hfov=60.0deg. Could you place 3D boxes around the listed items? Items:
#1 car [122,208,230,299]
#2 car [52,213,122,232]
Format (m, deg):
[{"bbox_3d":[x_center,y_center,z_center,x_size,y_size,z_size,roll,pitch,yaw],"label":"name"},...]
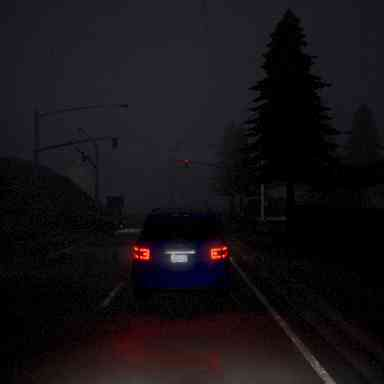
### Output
[{"bbox_3d":[-0.240,1.439,9.239,2.150,2.045,5.566,0,-1,0],"label":"car"},{"bbox_3d":[-7.972,2.306,25.752,5.357,1.411,2.033,-2,-2,10],"label":"car"}]
